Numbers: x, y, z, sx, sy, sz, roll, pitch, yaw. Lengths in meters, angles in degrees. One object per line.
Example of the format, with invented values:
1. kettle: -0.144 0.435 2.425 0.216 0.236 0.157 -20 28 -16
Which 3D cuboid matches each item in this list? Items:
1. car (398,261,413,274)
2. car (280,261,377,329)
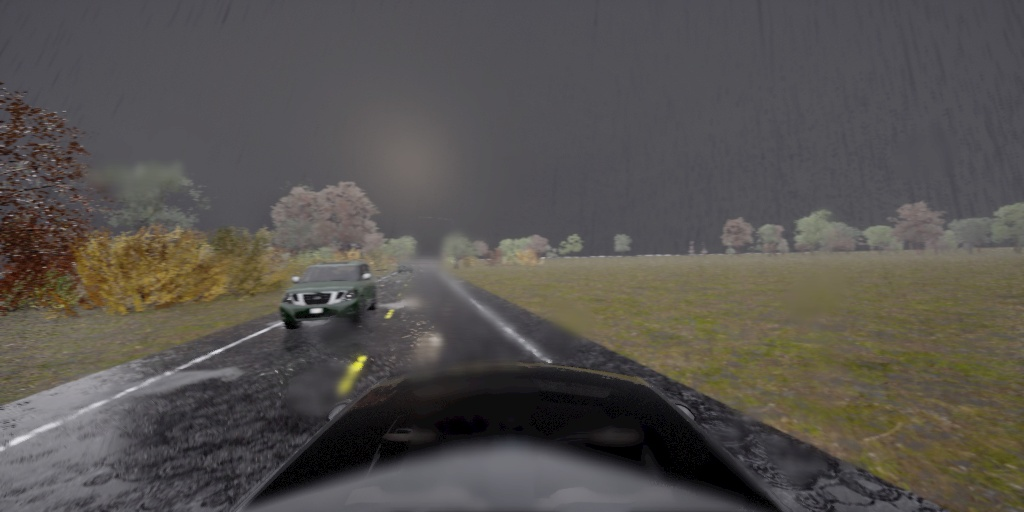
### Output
1. car: -17.133 1.784 57.959 2.150 2.045 5.566 -2 0 -13
2. car: -6.288 1.220 12.977 2.150 2.045 5.566 -2 0 -14
